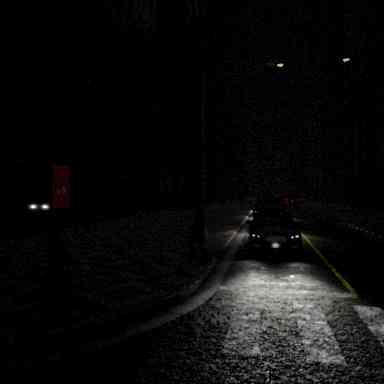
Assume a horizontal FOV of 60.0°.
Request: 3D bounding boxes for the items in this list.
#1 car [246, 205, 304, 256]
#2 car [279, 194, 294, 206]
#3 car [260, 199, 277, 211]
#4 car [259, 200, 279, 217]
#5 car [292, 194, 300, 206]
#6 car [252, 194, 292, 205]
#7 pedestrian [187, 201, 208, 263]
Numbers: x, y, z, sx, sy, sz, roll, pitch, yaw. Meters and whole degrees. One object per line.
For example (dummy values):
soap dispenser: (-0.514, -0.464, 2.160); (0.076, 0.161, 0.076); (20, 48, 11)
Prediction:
car: (3.290, 1.503, 13.381); (2.128, 1.511, 4.902); (0, 0, 12)
car: (16.479, 1.314, 58.253); (2.150, 2.045, 5.566); (0, 0, 13)
car: (9.779, 1.621, 42.516); (1.994, 1.385, 4.181); (0, 0, 13)
car: (7.577, 1.563, 32.733); (1.812, 1.442, 4.674); (0, 0, 12)
car: (14.178, 1.291, 47.804); (2.150, 2.045, 5.566); (0, 0, 12)
car: (5.418, 1.244, 23.004); (2.150, 2.045, 5.566); (0, 0, 13)
pedestrian: (0.159, 1.151, 9.817); (0.375, 1.860, 0.375); (1, -1, 12)
